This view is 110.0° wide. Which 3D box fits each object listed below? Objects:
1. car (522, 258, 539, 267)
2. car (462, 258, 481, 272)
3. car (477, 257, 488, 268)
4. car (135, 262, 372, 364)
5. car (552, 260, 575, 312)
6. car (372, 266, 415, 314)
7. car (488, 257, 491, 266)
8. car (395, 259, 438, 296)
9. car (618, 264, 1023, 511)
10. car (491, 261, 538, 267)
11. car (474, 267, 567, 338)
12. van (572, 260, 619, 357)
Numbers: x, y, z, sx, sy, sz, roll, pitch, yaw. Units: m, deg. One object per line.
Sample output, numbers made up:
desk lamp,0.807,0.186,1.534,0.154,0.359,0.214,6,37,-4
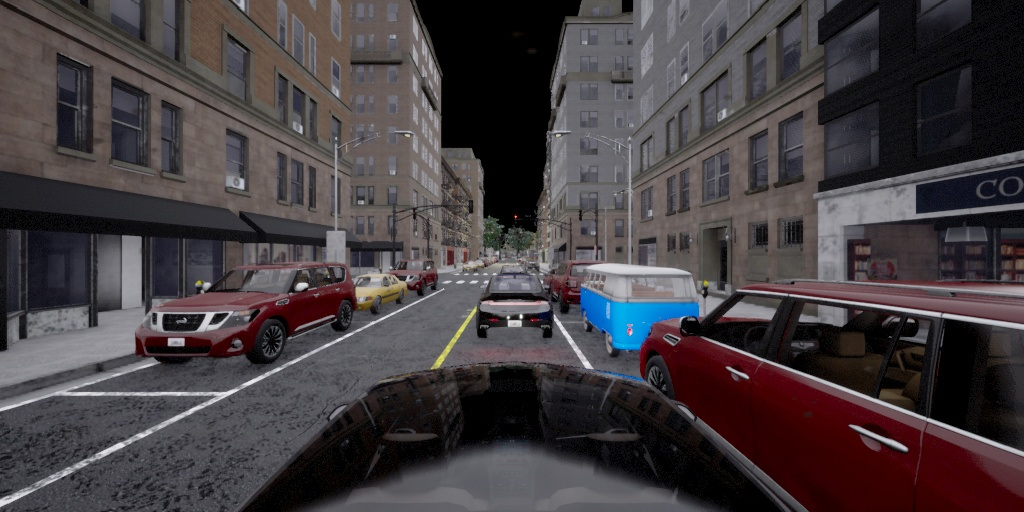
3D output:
car,2.670,1.297,46.633,2.007,1.370,4.403,0,0,0
car,-5.383,1.272,46.468,1.751,1.417,4.829,0,0,0
car,-5.371,1.272,57.432,1.751,1.417,4.829,0,0,0
car,-5.394,1.064,8.274,2.192,1.841,5.009,0,0,0
car,2.646,1.064,13.945,2.192,1.841,5.009,0,0,0
car,-5.391,1.275,13.782,1.751,1.417,4.829,0,0,0
car,-5.365,1.061,63.084,2.192,1.841,5.009,0,0,0
car,-5.388,1.063,19.631,2.192,1.841,5.009,0,0,0
car,2.638,1.065,2.587,2.192,1.841,5.009,0,0,0
car,0.082,1.240,20.191,2.128,1.511,4.902,0,0,-1
car,0.079,1.241,10.140,2.128,1.511,4.902,0,0,0
van,2.642,1.091,8.266,1.690,1.789,3.998,0,0,0
